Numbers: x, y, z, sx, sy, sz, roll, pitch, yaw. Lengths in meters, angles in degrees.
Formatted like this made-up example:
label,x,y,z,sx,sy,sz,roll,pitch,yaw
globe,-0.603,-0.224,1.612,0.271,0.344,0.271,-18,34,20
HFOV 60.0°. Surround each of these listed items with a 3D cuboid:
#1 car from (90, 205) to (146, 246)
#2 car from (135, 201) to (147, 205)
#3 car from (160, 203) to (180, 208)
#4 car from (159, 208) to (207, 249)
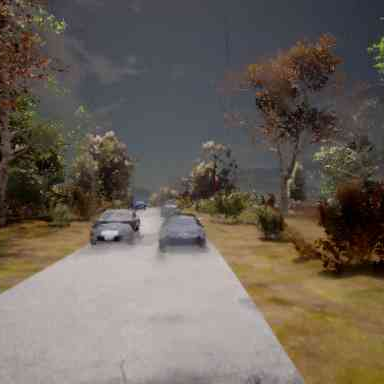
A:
label,x,y,z,sx,sy,sz,roll,pitch,yaw
car,-3.451,1.570,15.660,2.128,1.511,4.902,0,0,-4
car,-9.028,2.305,58.413,1.882,1.535,5.008,0,-1,-9
car,-2.133,1.822,32.414,1.812,1.442,4.674,0,-1,-7
car,-0.459,1.640,15.001,1.994,1.385,4.181,0,0,-3
